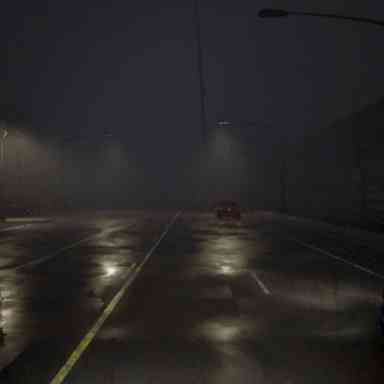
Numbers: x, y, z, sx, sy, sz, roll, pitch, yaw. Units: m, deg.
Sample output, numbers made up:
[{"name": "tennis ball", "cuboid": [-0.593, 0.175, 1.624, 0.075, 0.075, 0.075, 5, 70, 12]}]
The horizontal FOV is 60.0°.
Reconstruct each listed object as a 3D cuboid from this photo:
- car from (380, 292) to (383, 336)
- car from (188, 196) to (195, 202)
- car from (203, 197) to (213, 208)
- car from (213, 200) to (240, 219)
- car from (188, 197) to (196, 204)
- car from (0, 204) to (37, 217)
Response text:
[{"name": "car", "cuboid": [3.599, 1.509, 2.720, 1.882, 1.535, 5.008, 0, -1, 0]}, {"name": "car", "cuboid": [-0.113, 2.063, 95.216, 1.812, 1.442, 4.674, 0, 1, 0]}, {"name": "car", "cuboid": [3.526, 2.211, 63.151, 1.812, 1.442, 4.674, 0, 0, 0]}, {"name": "car", "cuboid": [3.561, 1.725, 33.737, 2.097, 1.767, 4.553, 0, -1, 0]}, {"name": "car", "cuboid": [-0.101, 2.188, 85.049, 2.033, 1.411, 5.357, 0, 1, 0]}, {"name": "car", "cuboid": [-19.609, 2.001, 36.153, 4.718, 1.301, 1.895, 0, -1, 5]}]
